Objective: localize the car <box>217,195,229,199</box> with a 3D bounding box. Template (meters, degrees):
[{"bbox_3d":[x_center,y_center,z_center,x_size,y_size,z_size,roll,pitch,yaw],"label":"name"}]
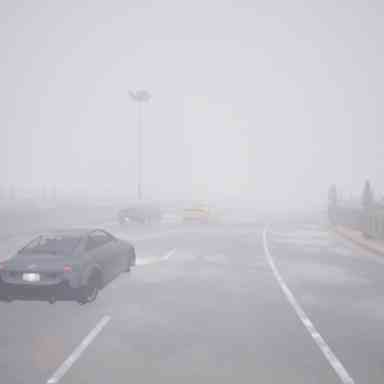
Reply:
[{"bbox_3d":[7.517,1.624,66.757,1.994,1.385,4.181,0,0,41],"label":"car"}]

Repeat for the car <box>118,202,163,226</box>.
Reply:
[{"bbox_3d":[-3.518,1.496,23.439,1.837,1.490,4.892,0,0,15],"label":"car"}]

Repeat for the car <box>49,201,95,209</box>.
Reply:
[{"bbox_3d":[-9.579,1.564,28.435,1.895,1.301,4.718,0,0,17],"label":"car"}]

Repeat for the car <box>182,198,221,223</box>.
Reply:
[{"bbox_3d":[0.737,1.492,25.570,1.882,1.535,5.008,0,0,17],"label":"car"}]

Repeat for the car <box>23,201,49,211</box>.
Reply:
[{"bbox_3d":[-12.513,1.496,30.840,2.033,1.411,5.357,0,0,18],"label":"car"}]

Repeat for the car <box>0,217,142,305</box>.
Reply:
[{"bbox_3d":[-2.793,1.553,8.180,1.994,1.385,4.181,0,0,6],"label":"car"}]

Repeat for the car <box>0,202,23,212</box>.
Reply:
[{"bbox_3d":[-15.838,1.533,31.826,1.895,1.301,4.718,0,0,18],"label":"car"}]

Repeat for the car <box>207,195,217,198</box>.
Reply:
[{"bbox_3d":[4.216,1.403,68.217,2.097,1.767,4.553,0,0,38],"label":"car"}]

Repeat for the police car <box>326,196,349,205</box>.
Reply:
[{"bbox_3d":[25.511,1.576,58.953,1.930,1.638,5.238,0,0,44],"label":"police car"}]

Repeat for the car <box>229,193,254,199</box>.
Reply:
[{"bbox_3d":[9.998,1.299,64.254,2.150,2.045,5.566,0,0,40],"label":"car"}]
